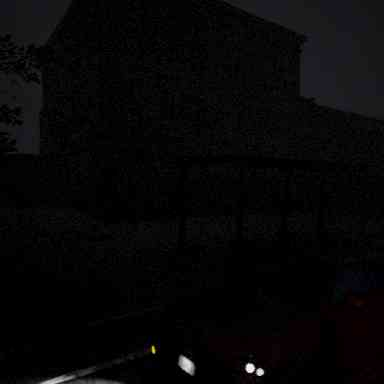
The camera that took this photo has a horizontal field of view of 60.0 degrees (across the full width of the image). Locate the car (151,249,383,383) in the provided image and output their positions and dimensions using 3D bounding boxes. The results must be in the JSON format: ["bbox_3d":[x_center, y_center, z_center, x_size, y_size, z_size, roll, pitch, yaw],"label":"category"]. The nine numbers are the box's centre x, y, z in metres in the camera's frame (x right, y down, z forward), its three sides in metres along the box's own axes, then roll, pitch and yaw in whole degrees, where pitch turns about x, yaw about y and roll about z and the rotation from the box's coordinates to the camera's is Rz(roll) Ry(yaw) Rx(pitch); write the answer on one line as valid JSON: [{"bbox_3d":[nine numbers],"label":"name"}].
[{"bbox_3d":[1.566,1.537,4.497,4.181,1.385,1.994,-1,0,-36],"label":"car"}]
